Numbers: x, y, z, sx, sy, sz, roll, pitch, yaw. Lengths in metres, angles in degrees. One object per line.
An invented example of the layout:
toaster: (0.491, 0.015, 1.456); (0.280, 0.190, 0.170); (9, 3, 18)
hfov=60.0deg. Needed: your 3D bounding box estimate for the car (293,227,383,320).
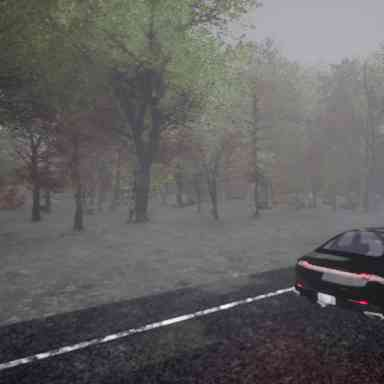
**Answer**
car: (4.105, 1.467, 6.672); (4.902, 1.511, 2.128); (0, 0, -35)
